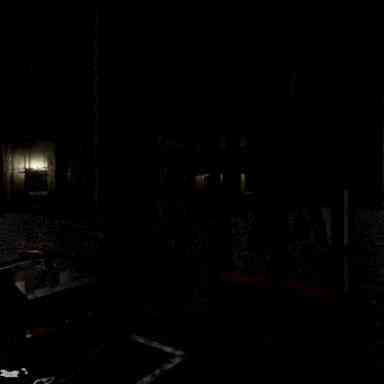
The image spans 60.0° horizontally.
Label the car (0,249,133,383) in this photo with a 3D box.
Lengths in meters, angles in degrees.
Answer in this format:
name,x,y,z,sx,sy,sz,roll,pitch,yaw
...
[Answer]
name,x,y,z,sx,sy,sz,roll,pitch,yaw
car,-2.827,1.530,4.921,4.403,1.369,2.008,0,0,35
